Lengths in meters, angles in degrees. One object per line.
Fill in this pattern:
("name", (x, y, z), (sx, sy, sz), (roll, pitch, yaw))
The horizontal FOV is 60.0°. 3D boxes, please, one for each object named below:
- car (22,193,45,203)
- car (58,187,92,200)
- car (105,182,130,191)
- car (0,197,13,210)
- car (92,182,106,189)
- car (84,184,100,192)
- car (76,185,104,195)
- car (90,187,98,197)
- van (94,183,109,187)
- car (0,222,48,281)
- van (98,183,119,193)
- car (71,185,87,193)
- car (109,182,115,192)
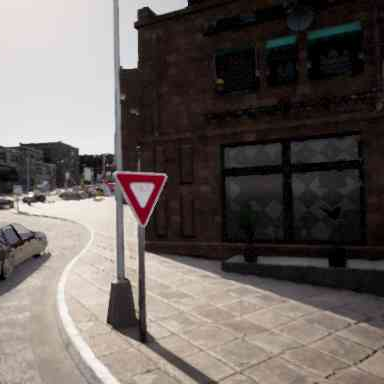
("car", (-24.882, 0.900, 52.450), (1.994, 1.385, 4.181), (-2, 4, 4))
("car", (-19.693, 0.473, 55.454), (4.892, 1.521, 2.231), (-2, 3, -16))
("car", (-17.910, -1.296, 79.702), (5.566, 2.045, 2.435), (-2, 3, -16))
("car", (-24.375, 1.384, 42.192), (2.128, 1.511, 4.902), (-1, 2, -8))
("car", (-25.383, -1.793, 91.196), (2.097, 1.767, 4.553), (-2, 3, 4))
("car", (-23.130, -0.850, 77.239), (1.882, 1.535, 5.008), (-2, 3, 4))
("car", (-19.424, 0.096, 61.462), (5.366, 1.575, 1.946), (-2, 4, -16))
("car", (-19.462, 0.323, 58.484), (4.674, 1.452, 2.002), (-2, 4, -16))
("van", (-18.919, -0.326, 64.567), (4.442, 1.987, 1.878), (-2, 3, -16))
("car", (-5.905, 1.616, 9.898), (2.033, 1.411, 5.357), (-1, 1, -9))
("van", (-18.485, -0.886, 73.592), (4.442, 1.987, 1.878), (-2, 4, -16))
("car", (-26.338, -0.723, 77.897), (1.812, 1.442, 4.674), (-2, 3, 4))
("car", (-18.838, -0.535, 67.549), (5.566, 2.045, 2.435), (-2, 4, -16))
